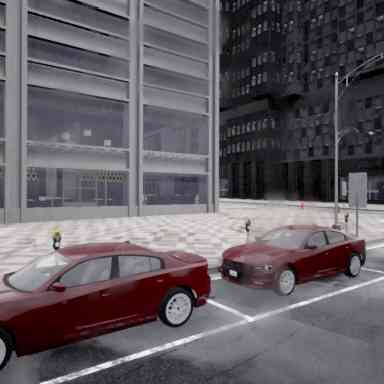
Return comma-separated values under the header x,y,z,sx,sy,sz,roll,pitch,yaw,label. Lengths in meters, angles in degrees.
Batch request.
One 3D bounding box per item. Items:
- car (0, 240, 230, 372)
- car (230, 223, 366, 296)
x,y,z,sx,sy,sz,roll,pitch,yaw,label
-1.755,1.545,5.416,4.507,1.381,1.887,0,0,-36,car
2.736,1.545,8.635,4.507,1.381,1.887,0,0,-36,car
